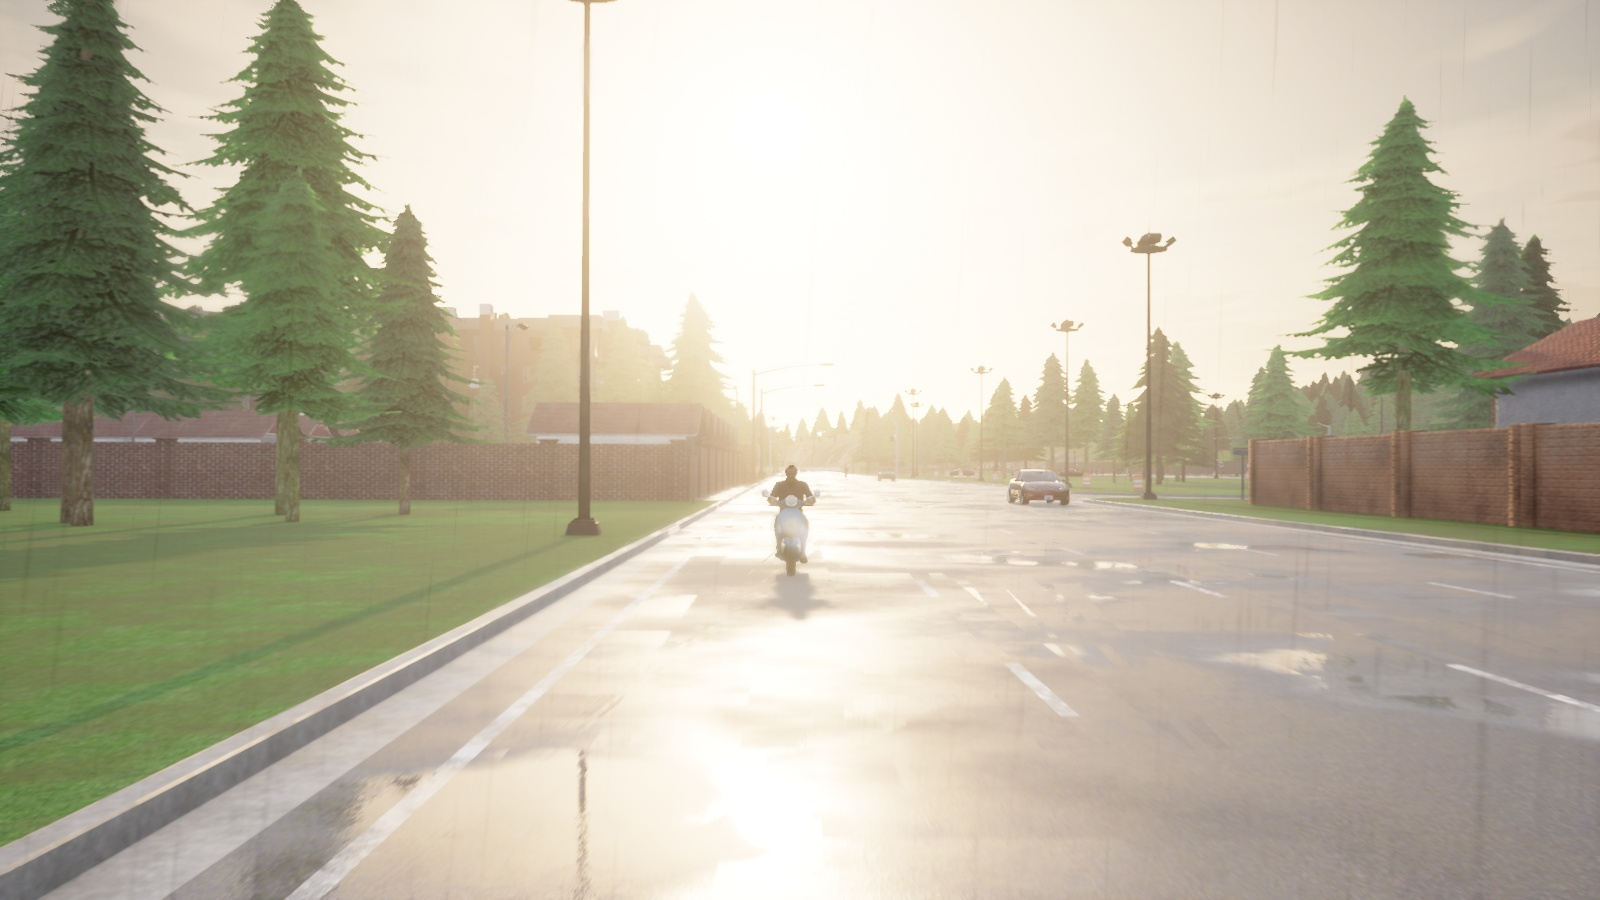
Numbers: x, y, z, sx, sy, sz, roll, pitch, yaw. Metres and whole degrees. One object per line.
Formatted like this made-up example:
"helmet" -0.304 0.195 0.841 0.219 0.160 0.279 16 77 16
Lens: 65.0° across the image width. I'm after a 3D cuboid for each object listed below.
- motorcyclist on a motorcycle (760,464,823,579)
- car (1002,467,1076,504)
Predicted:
"motorcyclist on a motorcycle" -0.126 1.011 18.420 0.866 1.590 1.817 0 0 0
"car" 10.112 1.487 53.505 2.163 1.488 4.792 0 -1 0
